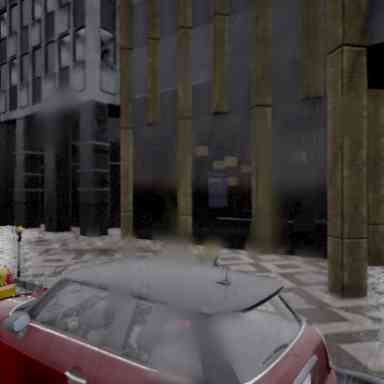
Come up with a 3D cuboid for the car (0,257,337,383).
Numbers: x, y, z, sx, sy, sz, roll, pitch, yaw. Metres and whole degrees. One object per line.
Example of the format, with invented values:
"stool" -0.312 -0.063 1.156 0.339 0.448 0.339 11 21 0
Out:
"car" -0.772 1.450 3.511 4.097 1.590 1.967 0 0 36
